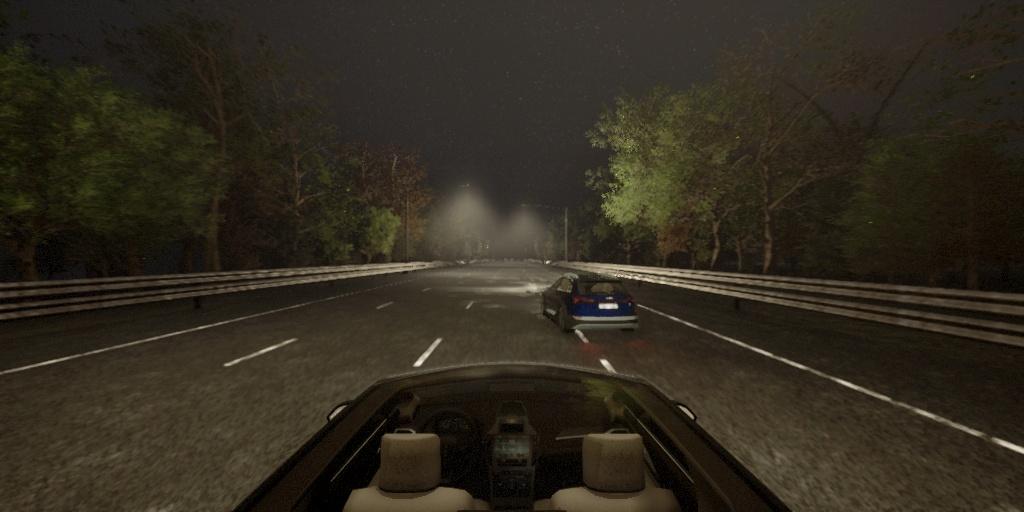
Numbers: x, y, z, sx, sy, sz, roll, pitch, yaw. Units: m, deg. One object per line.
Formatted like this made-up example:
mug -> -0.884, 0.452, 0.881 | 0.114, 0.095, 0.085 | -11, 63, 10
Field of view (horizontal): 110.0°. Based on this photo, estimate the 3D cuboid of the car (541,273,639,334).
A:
car -> 2.122, 1.308, 10.860 | 2.033, 1.649, 4.856 | 0, -1, -5
